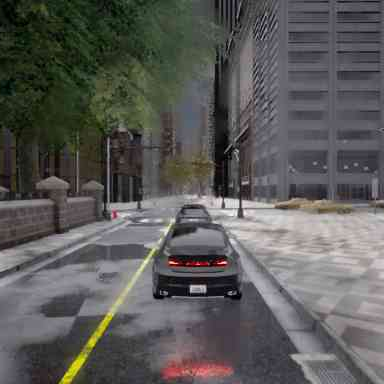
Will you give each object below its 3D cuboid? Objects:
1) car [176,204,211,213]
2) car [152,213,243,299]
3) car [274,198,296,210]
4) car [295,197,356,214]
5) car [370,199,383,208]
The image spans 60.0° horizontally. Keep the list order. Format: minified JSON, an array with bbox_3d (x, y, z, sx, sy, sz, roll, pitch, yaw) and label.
[{"bbox_3d":[0.094,1.441,18.679,2.033,1.649,4.856,0,0,1],"label":"car"},{"bbox_3d":[0.111,1.508,8.435,1.837,1.490,4.892,0,0,0],"label":"car"},{"bbox_3d":[12.095,1.329,39.022,4.829,1.417,1.752,-1,1,0],"label":"car"},{"bbox_3d":[12.399,1.341,30.496,4.829,1.417,1.752,-1,1,0],"label":"car"},{"bbox_3d":[23.436,1.144,38.962,4.829,1.417,1.752,-1,1,0],"label":"car"}]
